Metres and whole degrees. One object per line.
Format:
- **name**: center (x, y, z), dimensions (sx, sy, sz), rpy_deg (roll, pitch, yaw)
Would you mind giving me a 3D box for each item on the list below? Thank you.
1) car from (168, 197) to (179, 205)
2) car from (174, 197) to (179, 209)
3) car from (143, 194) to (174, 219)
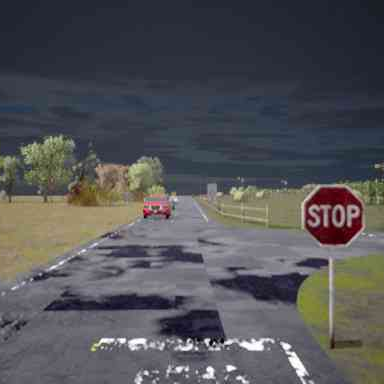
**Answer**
- **car**: center (-3.388, 1.589, 60.982), dimensions (1.812, 1.442, 4.674), rpy_deg (0, 0, 0)
- **car**: center (-3.214, 1.528, 44.031), dimensions (2.128, 1.511, 4.902), rpy_deg (0, 0, -1)
- **car**: center (-3.023, 1.239, 29.711), dimensions (2.150, 2.045, 5.566), rpy_deg (0, 0, -1)
